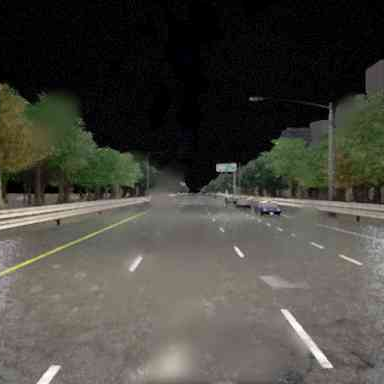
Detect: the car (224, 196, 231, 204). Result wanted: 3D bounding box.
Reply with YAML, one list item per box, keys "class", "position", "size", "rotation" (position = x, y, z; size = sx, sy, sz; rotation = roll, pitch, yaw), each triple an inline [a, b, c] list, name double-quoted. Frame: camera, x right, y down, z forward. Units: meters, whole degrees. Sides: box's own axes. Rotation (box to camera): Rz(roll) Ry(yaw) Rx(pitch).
- class: "car"
  position: [7.215, 1.523, 63.371]
  size: [2.128, 1.511, 4.902]
  rotation: [0, 0, 0]

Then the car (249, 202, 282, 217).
- class: "car"
  position: [7.050, 1.609, 31.606]
  size: [1.895, 1.301, 4.718]
  rotation: [0, 0, 0]

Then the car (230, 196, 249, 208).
- class: "car"
  position: [7.121, 1.587, 47.707]
  size: [1.994, 1.385, 4.181]
  rotation: [0, 0, 0]
